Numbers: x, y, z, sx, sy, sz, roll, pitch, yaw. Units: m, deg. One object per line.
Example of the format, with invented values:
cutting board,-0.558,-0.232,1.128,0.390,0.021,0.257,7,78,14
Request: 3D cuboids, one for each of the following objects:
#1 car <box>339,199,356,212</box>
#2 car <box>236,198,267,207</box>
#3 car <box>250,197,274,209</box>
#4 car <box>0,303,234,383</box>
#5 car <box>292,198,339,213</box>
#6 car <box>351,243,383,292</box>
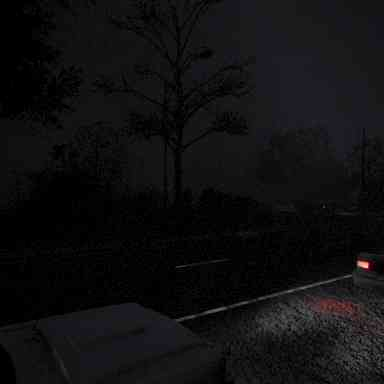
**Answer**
car,16.587,1.495,38.652,2.128,1.511,4.902,0,0,-29
car,9.361,1.615,52.559,2.033,1.411,5.357,0,0,-26
car,9.069,1.509,45.381,1.882,1.535,5.008,0,0,-27
car,-1.953,1.601,2.318,4.718,1.301,1.895,0,0,-35
car,13.416,1.508,37.154,1.837,1.490,4.892,0,0,-28
car,5.934,1.547,7.808,5.357,1.411,2.033,0,0,-35
